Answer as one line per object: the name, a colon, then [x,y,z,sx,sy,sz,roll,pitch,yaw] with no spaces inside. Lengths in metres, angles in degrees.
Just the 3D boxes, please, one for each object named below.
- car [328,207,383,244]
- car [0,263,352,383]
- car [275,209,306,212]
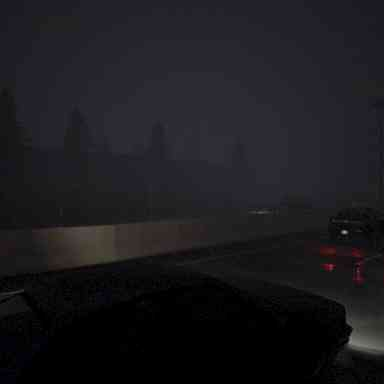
car: [8.186,1.475,15.790,4.902,1.511,2.128,0,0,-45]
car: [-0.450,1.547,3.561,5.357,1.411,2.033,0,0,-37]
car: [8.438,1.581,26.523,1.895,1.301,4.718,0,0,41]
